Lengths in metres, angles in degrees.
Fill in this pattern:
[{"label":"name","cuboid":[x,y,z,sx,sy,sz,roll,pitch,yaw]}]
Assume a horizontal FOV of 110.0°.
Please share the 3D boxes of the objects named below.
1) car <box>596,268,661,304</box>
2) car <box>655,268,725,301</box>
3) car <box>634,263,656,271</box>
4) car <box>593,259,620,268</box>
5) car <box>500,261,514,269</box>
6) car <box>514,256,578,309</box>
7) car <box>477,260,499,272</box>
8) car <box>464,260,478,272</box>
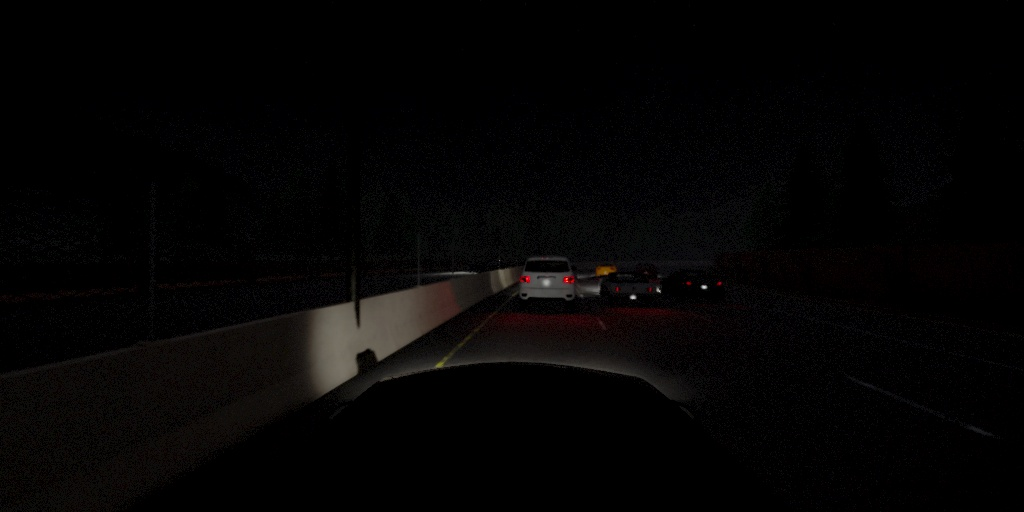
[{"label":"car","cuboid":[5.301,1.414,16.969,1.895,1.301,4.718,0,0,8]},{"label":"car","cuboid":[9.024,1.402,18.275,1.994,1.385,4.181,0,0,8]},{"label":"car","cuboid":[12.752,1.372,34.330,1.882,1.535,5.008,0,0,18]},{"label":"car","cuboid":[9.212,1.352,34.750,1.882,1.535,5.008,0,0,17]},{"label":"car","cuboid":[0.550,1.319,42.365,1.882,1.535,5.008,0,0,21]},{"label":"car","cuboid":[1.573,1.012,15.461,2.150,2.045,5.566,0,0,7]},{"label":"car","cuboid":[-2.196,1.357,44.998,1.812,1.442,4.674,0,0,22]},{"label":"car","cuboid":[-4.682,1.317,48.147,2.128,1.511,4.902,0,0,22]}]
